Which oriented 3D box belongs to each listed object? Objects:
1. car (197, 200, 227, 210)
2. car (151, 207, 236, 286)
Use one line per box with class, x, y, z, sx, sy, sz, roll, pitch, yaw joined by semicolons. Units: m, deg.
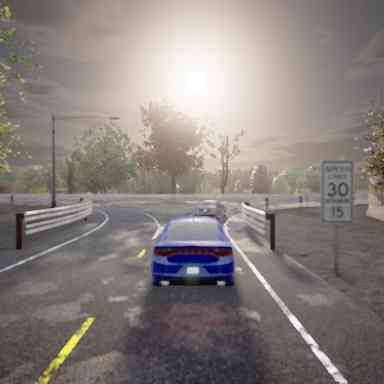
car;1.532;1.343;26.092;2.033;1.411;5.357;0;0;13
car;0.045;1.405;9.205;1.882;1.535;5.008;0;1;1
